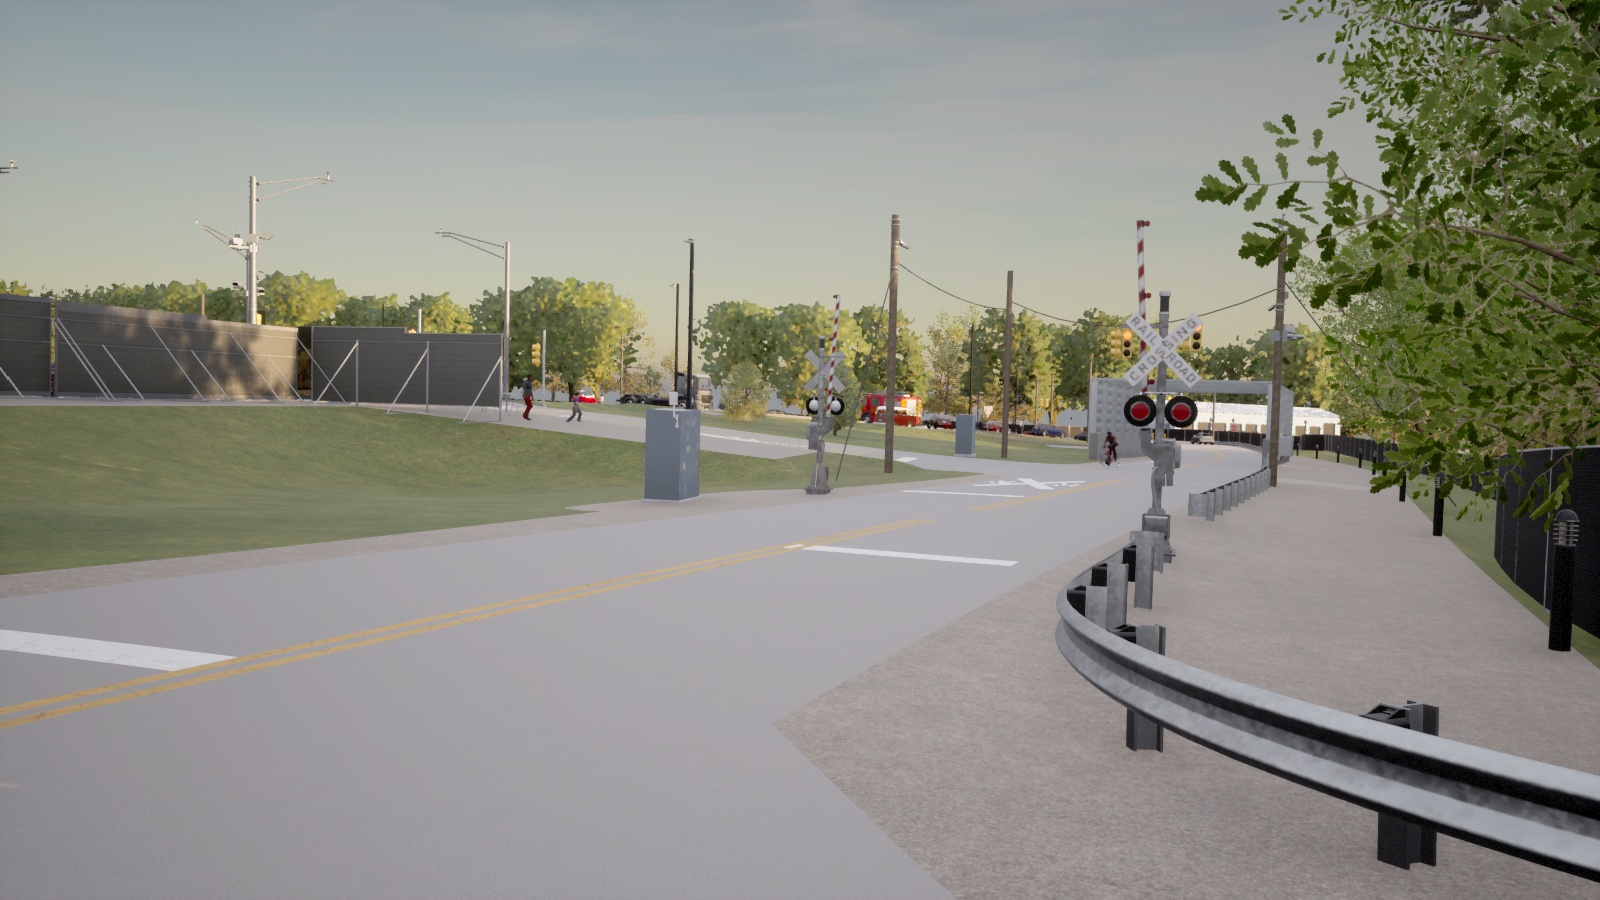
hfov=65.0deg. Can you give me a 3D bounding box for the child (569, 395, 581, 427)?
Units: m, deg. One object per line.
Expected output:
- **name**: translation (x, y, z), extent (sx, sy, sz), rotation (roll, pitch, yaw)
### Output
- **child**: translation (-8.896, -1.554, 49.668), extent (0.437, 1.263, 0.270), rotation (1, 3, 6)

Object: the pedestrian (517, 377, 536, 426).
- **pedestrian**: translation (-10.564, -1.877, 48.574), extent (0.614, 1.847, 0.353), rotation (1, 3, 14)
